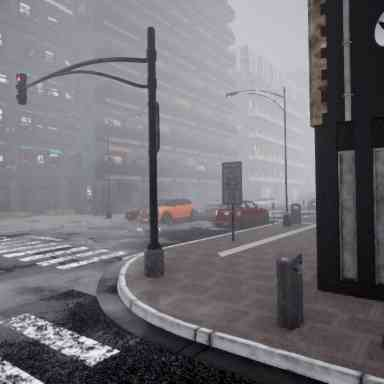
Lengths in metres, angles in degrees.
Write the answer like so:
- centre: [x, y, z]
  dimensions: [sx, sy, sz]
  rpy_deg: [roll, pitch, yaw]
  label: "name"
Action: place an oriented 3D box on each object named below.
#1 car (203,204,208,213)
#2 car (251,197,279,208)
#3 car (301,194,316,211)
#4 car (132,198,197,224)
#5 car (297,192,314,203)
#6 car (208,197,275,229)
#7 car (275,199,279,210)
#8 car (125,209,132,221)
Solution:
- centre: [2.842, 1.384, 33.871]
  dimensions: [2.008, 1.369, 4.403]
  rpy_deg: [-1, 0, 36]
  label: "car"
- centre: [9.508, 1.311, 43.032]
  dimensions: [1.947, 1.339, 4.313]
  rpy_deg: [-1, 0, 36]
  label: "car"
- centre: [12.950, 1.196, 33.521]
  dimensions: [1.947, 1.339, 4.313]
  rpy_deg: [-1, 0, 36]
  label: "car"
- centre: [-1.639, 1.224, 23.329]
  dimensions: [2.097, 1.767, 4.553]
  rpy_deg: [-1, 0, 36]
  label: "car"
- centre: [19.502, 0.931, 56.773]
  dimensions: [2.192, 1.841, 5.009]
  rpy_deg: [-1, 0, 36]
  label: "car"
- centre: [3.042, 1.201, 19.718]
  dimensions: [1.967, 1.590, 4.097]
  rpy_deg: [-1, 0, 36]
  label: "car"
- centre: [8.081, 1.268, 36.665]
  dimensions: [1.812, 1.442, 4.674]
  rpy_deg: [-1, 0, 36]
  label: "car"
- centre: [-3.176, 1.459, 25.755]
  dimensions: [1.887, 1.381, 4.507]
  rpy_deg: [-1, 0, 36]
  label: "car"
